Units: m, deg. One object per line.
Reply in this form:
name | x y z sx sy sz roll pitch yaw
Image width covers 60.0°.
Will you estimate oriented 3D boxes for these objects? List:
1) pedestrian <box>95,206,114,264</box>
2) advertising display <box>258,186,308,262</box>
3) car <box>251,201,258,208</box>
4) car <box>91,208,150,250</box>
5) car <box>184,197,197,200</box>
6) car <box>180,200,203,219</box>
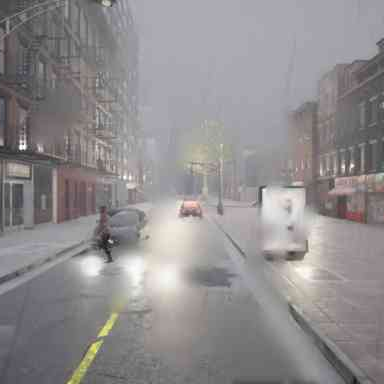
pedestrian | -2.724 1.292 10.397 0.375 1.860 0.375 0 0 -10
advertising display | 2.954 1.025 10.786 1.540 2.440 0.280 0 0 0
car | 10.688 1.523 48.798 4.097 1.590 1.967 0 0 0
car | -2.920 1.500 14.392 1.837 1.490 4.892 0 2 0
car | -0.188 1.358 38.624 2.097 1.767 4.553 0 0 0
car | -0.072 1.604 28.718 1.895 1.301 4.718 0 0 0
